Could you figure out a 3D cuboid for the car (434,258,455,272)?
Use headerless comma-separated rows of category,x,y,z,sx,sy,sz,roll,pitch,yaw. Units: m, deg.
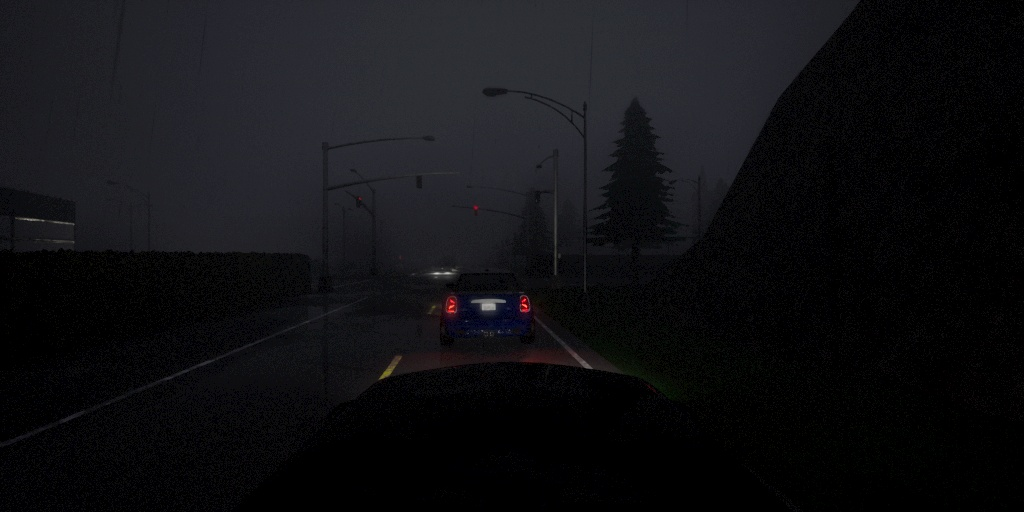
car,-8.553,1.314,44.818,1.994,1.385,4.181,0,0,-7

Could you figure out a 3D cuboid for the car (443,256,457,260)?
car,-9.801,0.971,55.459,2.150,2.045,5.566,0,0,-7

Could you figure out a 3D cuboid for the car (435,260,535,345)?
car,-0.730,1.102,9.739,2.097,1.767,4.553,0,0,-6
